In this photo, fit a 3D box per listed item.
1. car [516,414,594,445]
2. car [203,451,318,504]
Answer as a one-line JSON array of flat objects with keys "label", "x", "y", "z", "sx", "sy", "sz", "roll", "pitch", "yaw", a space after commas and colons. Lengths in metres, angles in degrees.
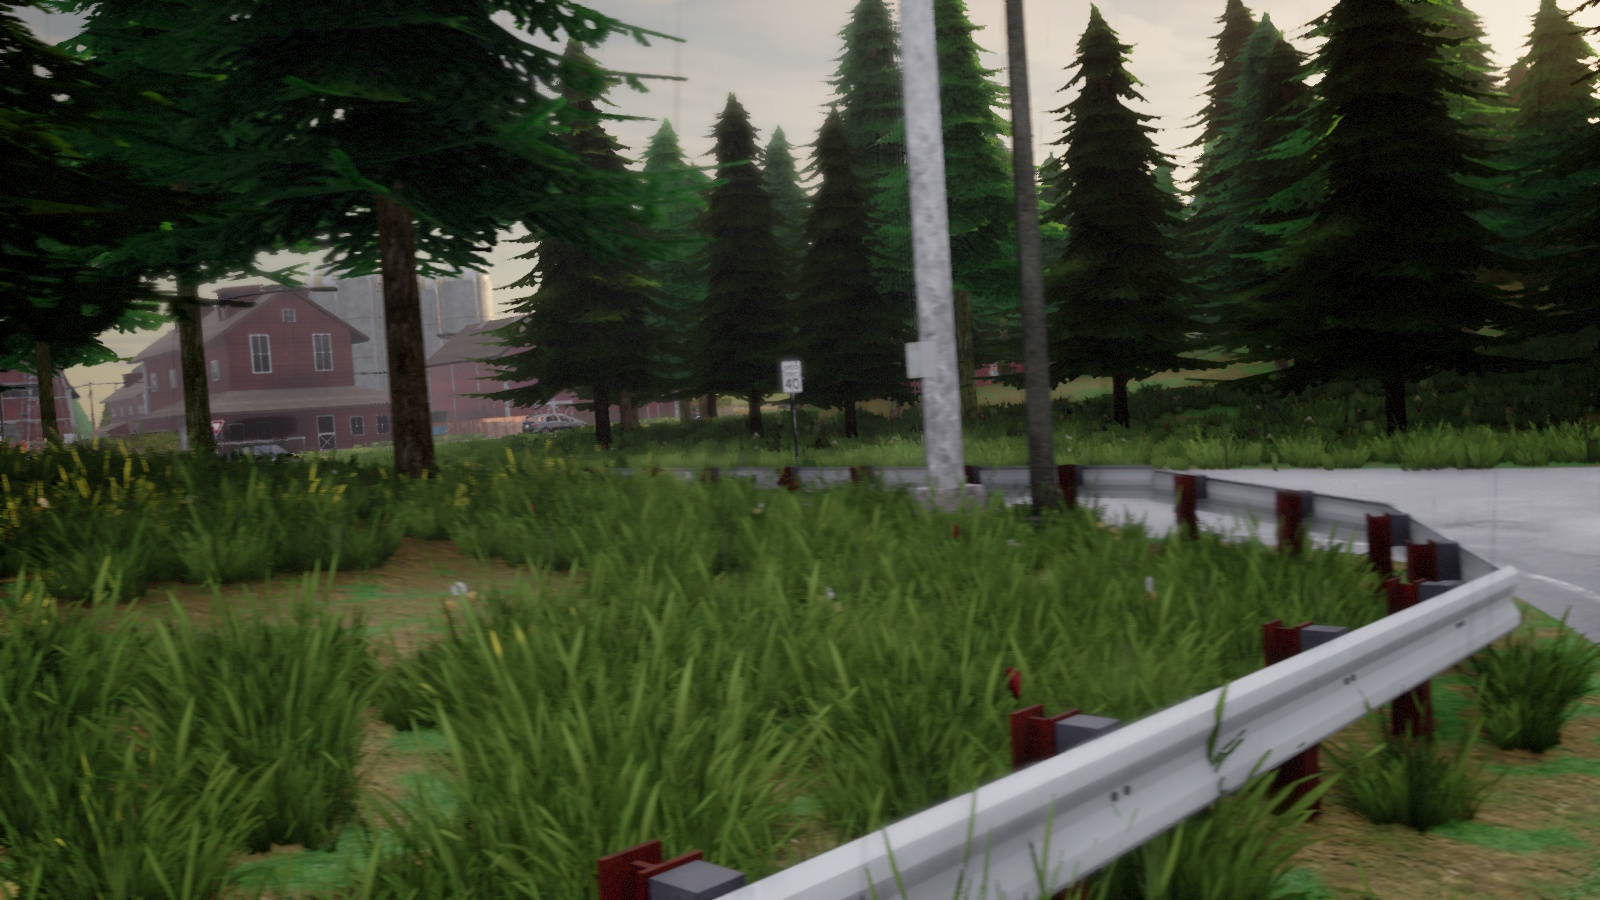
[{"label": "car", "x": -16.865, "y": -1.432, "z": 86.443, "sx": 4.611, "sy": 1.667, "sz": 2.242, "roll": -7, "pitch": 3, "yaw": -41}, {"label": "car", "x": -16.923, "y": 0.859, "z": 39.278, "sx": 1.994, "sy": 1.385, "sz": 4.181, "roll": -7, "pitch": 3, "yaw": -41}]
